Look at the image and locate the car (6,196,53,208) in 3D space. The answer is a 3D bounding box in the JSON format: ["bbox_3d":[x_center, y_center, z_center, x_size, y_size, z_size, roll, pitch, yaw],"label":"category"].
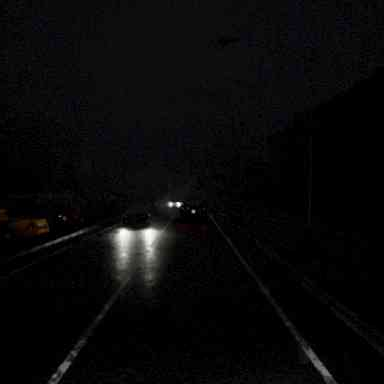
[{"bbox_3d":[-21.813,1.292,44.799,5.366,1.575,1.946,0,0,0],"label":"car"}]

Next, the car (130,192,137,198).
[{"bbox_3d":[-8.876,1.194,36.804,4.553,1.767,2.185,0,0,0],"label":"car"}]

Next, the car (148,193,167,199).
[{"bbox_3d":[-8.977,1.071,87.272,4.674,1.452,2.002,0,1,0],"label":"car"}]

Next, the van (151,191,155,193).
[{"bbox_3d":[-9.050,1.029,56.426,4.442,1.987,1.878,0,0,0],"label":"van"}]

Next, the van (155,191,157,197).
[{"bbox_3d":[-9.054,1.020,59.230,4.442,1.987,1.878,0,0,0],"label":"van"}]

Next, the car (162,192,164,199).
[{"bbox_3d":[-8.949,1.235,70.447,4.674,1.452,2.002,0,0,0],"label":"car"}]

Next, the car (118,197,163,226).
[{"bbox_3d":[-3.348,1.371,22.529,1.882,1.535,5.008,0,0,0],"label":"car"}]

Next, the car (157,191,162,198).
[{"bbox_3d":[-8.913,0.985,62.034,5.566,2.045,2.435,0,0,0],"label":"car"}]

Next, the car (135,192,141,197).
[{"bbox_3d":[-8.880,1.184,39.607,4.553,1.767,2.185,0,0,0],"label":"car"}]

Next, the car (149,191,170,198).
[{"bbox_3d":[-8.953,0.717,92.876,5.566,2.045,2.435,0,1,0],"label":"car"}]

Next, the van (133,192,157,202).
[{"bbox_3d":[-9.061,1.001,64.834,4.442,1.987,1.878,0,0,0],"label":"van"}]

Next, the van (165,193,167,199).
[{"bbox_3d":[-8.846,0.897,78.856,4.442,1.987,1.878,0,1,0],"label":"van"}]

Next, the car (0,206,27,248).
[{"bbox_3d":[-8.869,1.403,11.578,5.008,1.535,2.097,0,0,0],"label":"car"}]

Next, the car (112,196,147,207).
[{"bbox_3d":[-8.920,1.322,48.018,4.674,1.452,2.002,0,0,0],"label":"car"}]

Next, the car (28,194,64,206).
[{"bbox_3d":[-22.036,1.151,50.349,4.553,1.767,2.185,0,0,0],"label":"car"}]

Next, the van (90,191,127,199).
[{"bbox_3d":[-8.784,1.112,31.197,4.442,1.987,1.878,0,0,0],"label":"van"}]

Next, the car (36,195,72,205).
[{"bbox_3d":[-21.980,1.297,53.126,4.792,1.488,2.163,0,0,0],"label":"car"}]

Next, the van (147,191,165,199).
[{"bbox_3d":[-9.087,0.836,84.466,4.442,1.987,1.878,0,1,0],"label":"van"}]

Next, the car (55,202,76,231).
[{"bbox_3d":[-8.911,1.413,17.181,4.792,1.488,2.163,0,0,0],"label":"car"}]

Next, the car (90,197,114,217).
[{"bbox_3d":[-8.864,1.386,25.591,4.792,1.488,2.163,0,0,0],"label":"car"}]

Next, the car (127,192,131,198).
[{"bbox_3d":[-8.935,1.203,34.001,4.553,1.767,2.185,0,0,0],"label":"car"}]

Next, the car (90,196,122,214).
[{"bbox_3d":[-8.891,1.347,28.395,5.008,1.535,2.097,0,0,0],"label":"car"}]

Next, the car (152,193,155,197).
[{"bbox_3d":[-8.923,1.265,53.624,4.892,1.521,2.231,0,0,0],"label":"car"}]

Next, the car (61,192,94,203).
[{"bbox_3d":[-22.052,0.980,64.228,5.566,2.045,2.435,0,0,0],"label":"car"}]

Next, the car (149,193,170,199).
[{"bbox_3d":[-8.792,0.996,90.075,5.366,1.575,1.946,0,1,0],"label":"car"}]

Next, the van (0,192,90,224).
[{"bbox_3d":[-8.769,1.149,19.984,4.442,1.987,1.878,0,0,0],"label":"van"}]

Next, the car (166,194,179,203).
[{"bbox_3d":[-3.266,1.328,63.459,1.895,1.301,4.718,0,0,1],"label":"car"}]

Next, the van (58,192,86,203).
[{"bbox_3d":[-22.137,1.014,61.451,4.442,1.987,1.878,0,0,0],"label":"van"}]

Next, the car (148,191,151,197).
[{"bbox_3d":[-8.890,1.040,45.213,5.566,2.045,2.435,0,0,0],"label":"car"}]

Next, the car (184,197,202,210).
[{"bbox_3d":[0.101,1.374,41.529,2.033,1.411,5.357,0,0,0],"label":"car"}]

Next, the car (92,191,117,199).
[{"bbox_3d":[-22.020,0.821,83.662,5.566,2.045,2.435,0,1,0],"label":"car"}]

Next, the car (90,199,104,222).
[{"bbox_3d":[-8.860,1.395,22.788,4.792,1.488,2.163,0,0,0],"label":"car"}]

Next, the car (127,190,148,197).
[{"bbox_3d":[-8.887,1.049,42.410,5.566,2.045,2.435,0,0,0],"label":"car"}]

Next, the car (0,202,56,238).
[{"bbox_3d":[-9.064,1.390,14.378,5.366,1.575,1.946,0,0,0],"label":"car"}]

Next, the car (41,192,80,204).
[{"bbox_3d":[-22.041,1.007,55.901,5.566,2.045,2.435,0,0,0],"label":"car"}]

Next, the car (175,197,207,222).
[{"bbox_3d":[0.101,1.386,25.399,2.163,1.488,4.792,0,0,0],"label":"car"}]
